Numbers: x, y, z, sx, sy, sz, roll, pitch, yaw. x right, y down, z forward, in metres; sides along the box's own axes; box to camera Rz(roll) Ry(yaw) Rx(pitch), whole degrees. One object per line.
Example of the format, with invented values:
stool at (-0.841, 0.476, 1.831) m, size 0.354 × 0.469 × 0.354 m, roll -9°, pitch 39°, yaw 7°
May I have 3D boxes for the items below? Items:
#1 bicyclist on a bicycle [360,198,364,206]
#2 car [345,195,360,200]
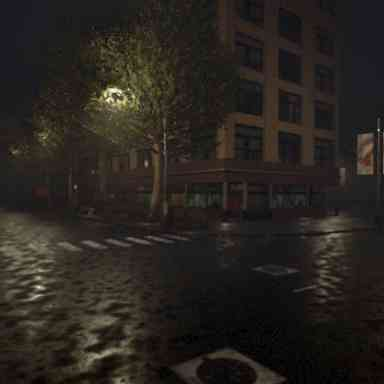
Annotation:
bicyclist on a bicycle at (33.496, 1.920, 65.523) m, size 1.656 × 1.620 × 0.582 m, roll 0°, pitch 0°, yaw -36°
car at (39.276, 2.087, 84.144) m, size 2.002 × 1.452 × 4.674 m, roll 1°, pitch 0°, yaw -36°
